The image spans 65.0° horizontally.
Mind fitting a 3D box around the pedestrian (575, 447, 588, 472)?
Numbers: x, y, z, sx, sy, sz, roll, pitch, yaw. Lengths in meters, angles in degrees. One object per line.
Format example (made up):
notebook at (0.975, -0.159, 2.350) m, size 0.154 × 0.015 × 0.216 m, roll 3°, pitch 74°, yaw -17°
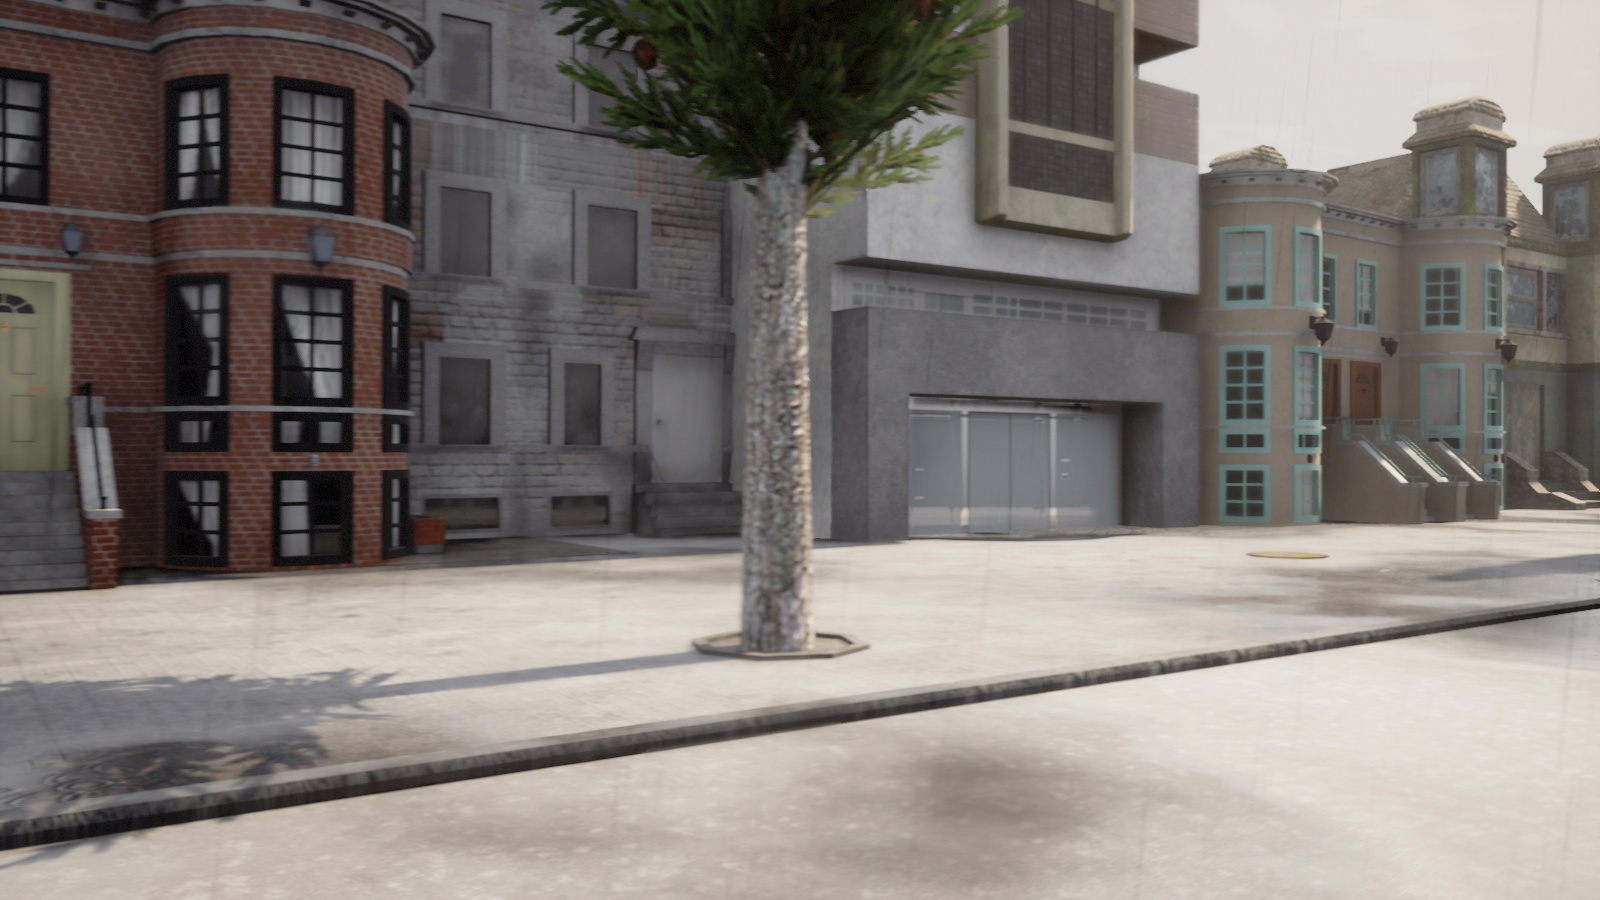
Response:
pedestrian at (-16.513, 0.722, 94.892) m, size 0.634 × 1.844 × 0.899 m, roll 0°, pitch 0°, yaw -40°
